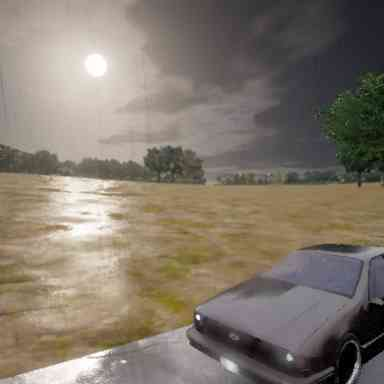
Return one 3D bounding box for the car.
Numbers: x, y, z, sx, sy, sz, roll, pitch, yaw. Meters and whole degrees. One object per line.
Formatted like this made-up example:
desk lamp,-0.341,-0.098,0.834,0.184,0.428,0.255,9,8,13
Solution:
car,2.484,1.613,5.496,5.357,1.411,2.033,1,-1,-39
